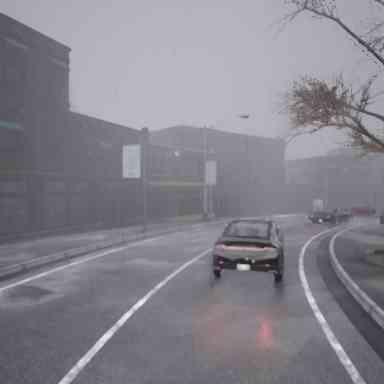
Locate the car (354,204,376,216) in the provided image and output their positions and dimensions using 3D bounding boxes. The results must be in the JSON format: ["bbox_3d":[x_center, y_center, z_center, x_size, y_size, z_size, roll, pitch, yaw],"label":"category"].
[{"bbox_3d":[18.318,2.028,37.203,4.718,1.301,1.895,1,0,-30],"label":"car"}]

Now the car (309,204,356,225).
[{"bbox_3d":[11.281,1.905,26.904,1.895,1.301,4.718,1,0,42],"label":"car"}]

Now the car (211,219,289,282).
[{"bbox_3d":[1.877,1.585,10.209,2.128,1.511,4.902,0,0,16],"label":"car"}]
